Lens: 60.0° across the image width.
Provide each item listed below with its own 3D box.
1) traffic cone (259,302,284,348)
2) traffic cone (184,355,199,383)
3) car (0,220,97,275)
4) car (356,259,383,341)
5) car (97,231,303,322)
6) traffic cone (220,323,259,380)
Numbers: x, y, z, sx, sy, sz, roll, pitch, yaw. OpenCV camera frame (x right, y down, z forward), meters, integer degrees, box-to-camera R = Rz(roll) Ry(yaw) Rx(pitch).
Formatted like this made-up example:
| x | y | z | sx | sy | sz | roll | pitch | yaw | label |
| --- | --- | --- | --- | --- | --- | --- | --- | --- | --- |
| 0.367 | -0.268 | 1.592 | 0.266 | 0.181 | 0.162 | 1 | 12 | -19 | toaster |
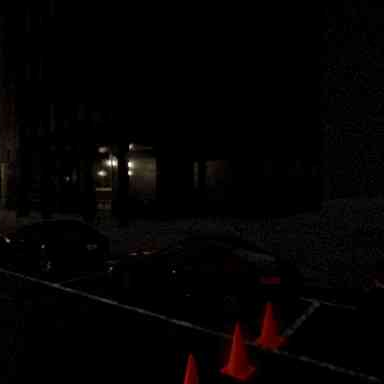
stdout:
| x | y | z | sx | sy | sz | roll | pitch | yaw | label |
| --- | --- | --- | --- | --- | --- | --- | --- | --- | --- |
| 1.162 | 1.949 | 4.990 | 0.340 | 0.580 | 0.340 | 0 | 0 | 36 | traffic cone |
| -0.005 | 1.949 | 3.367 | 0.340 | 0.580 | 0.340 | 0 | 0 | 36 | traffic cone |
| -4.408 | 1.533 | 10.272 | 4.313 | 1.339 | 1.947 | 0 | 0 | 36 | car |
| 4.687 | 1.321 | 3.728 | 5.009 | 1.841 | 2.192 | 0 | 0 | 36 | car |
| 0.140 | 1.568 | 7.001 | 4.206 | 1.307 | 1.802 | 0 | 0 | 36 | car |
| 0.579 | 1.949 | 4.178 | 0.340 | 0.580 | 0.340 | 0 | 0 | 36 | traffic cone |
